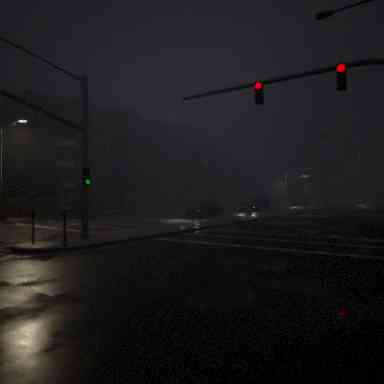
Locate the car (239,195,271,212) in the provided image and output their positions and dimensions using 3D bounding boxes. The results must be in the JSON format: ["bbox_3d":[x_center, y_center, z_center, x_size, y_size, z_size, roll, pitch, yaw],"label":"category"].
[{"bbox_3d":[7.891,1.387,41.281,2.150,2.045,5.566,-1,-1,35],"label":"car"}]

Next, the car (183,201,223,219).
[{"bbox_3d":[1.150,1.641,31.666,1.882,1.535,5.008,-1,0,35],"label":"car"}]

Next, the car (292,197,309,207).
[{"bbox_3d":[18.279,1.657,55.970,2.128,1.511,4.902,-1,-1,35],"label":"car"}]
